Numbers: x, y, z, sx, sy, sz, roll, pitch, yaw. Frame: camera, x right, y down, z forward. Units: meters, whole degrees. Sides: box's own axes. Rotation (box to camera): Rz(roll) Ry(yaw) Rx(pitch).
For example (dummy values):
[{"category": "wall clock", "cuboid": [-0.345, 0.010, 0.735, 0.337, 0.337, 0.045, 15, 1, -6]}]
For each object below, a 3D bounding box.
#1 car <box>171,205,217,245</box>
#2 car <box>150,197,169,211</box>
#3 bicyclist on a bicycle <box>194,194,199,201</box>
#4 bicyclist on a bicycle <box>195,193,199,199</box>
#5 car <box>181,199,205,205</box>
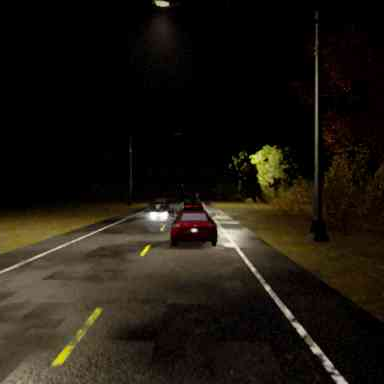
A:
[{"category": "car", "cuboid": [0.090, 1.501, 15.314, 1.994, 1.385, 4.181, 0, 0, 0]}, {"category": "car", "cuboid": [-3.597, 1.333, 37.616, 2.128, 1.511, 4.902, 0, 0, 0]}, {"category": "bicyclist on a bicycle", "cuboid": [0.953, 1.131, 68.852, 0.866, 1.612, 1.509, 0, 0, 0]}, {"category": "bicyclist on a bicycle", "cuboid": [0.957, 1.104, 59.850, 0.659, 1.776, 1.843, 0, 1, 0]}, {"category": "car", "cuboid": [0.091, 1.377, 30.827, 1.837, 1.490, 4.892, 0, 0, 0]}]
